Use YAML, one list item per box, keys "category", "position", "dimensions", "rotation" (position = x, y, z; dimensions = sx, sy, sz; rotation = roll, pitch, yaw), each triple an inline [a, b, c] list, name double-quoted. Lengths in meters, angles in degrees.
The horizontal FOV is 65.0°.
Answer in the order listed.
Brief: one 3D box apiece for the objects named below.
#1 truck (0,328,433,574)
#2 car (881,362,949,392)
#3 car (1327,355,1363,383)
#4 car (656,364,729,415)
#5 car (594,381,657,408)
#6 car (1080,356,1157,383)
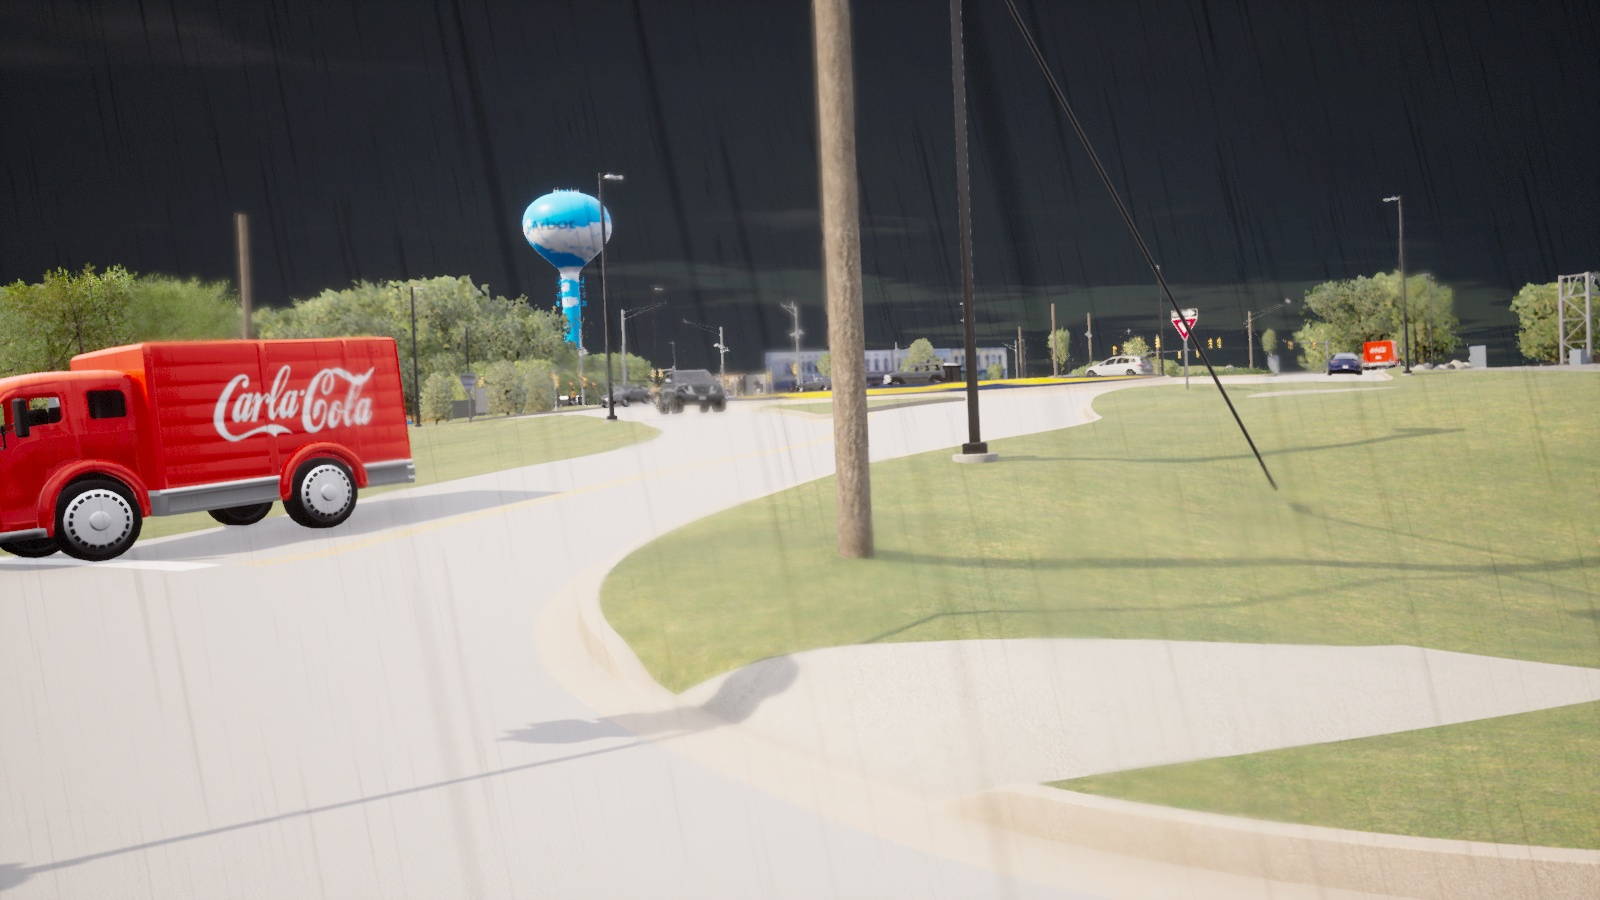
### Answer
- category: "truck"
  position: [-7.770, -0.147, 15.918]
  dimensions: [2.627, 2.467, 5.204]
  rotation: [-2, 4, 39]
- category: "car"
  position: [8.308, -5.265, 90.893]
  dimensions: [4.605, 1.855, 1.932]
  rotation: [-3, 1, -2]
- category: "car"
  position: [32.446, -4.809, 74.831]
  dimensions: [1.812, 1.442, 4.674]
  rotation: [3, 3, 22]
- category: "car"
  position: [-4.868, -2.634, 55.973]
  dimensions: [2.150, 2.045, 5.566]
  rotation: [-2, 1, -16]
- category: "car"
  position: [-12.158, -3.903, 87.926]
  dimensions: [2.128, 1.511, 4.902]
  rotation: [-2, 4, 22]
- category: "car"
  position: [21.697, -5.473, 85.581]
  dimensions: [4.611, 1.667, 2.242]
  rotation: [1, 3, 44]
